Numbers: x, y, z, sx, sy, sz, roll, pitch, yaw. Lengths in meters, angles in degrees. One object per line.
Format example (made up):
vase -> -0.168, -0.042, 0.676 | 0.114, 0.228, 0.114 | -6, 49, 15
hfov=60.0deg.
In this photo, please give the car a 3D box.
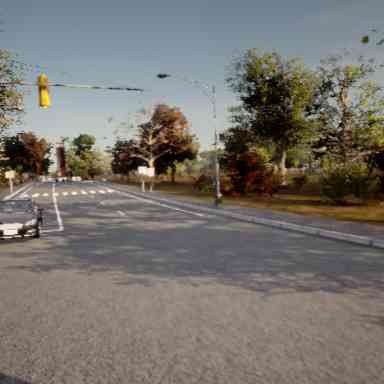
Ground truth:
car -> -7.353, 1.048, 13.949 | 2.128, 1.511, 4.902 | -4, 4, -23
